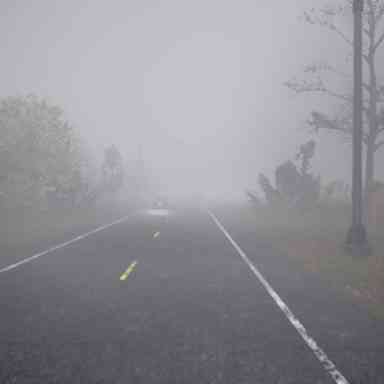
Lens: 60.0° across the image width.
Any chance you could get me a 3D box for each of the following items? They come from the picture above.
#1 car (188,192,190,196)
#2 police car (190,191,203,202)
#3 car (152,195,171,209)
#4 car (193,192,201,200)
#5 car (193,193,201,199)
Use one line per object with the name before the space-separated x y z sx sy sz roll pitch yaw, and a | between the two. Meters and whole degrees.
car | -0.002 0.513 94.502 1.882 1.535 5.008 0 1 0
police car | 1.048 0.915 61.157 1.930 1.638 5.238 0 1 0
car | -3.591 1.174 39.817 2.128 1.511 4.902 0 0 0
car | 1.048 0.850 71.237 1.801 1.575 5.366 0 1 0
car | 1.048 0.865 77.049 1.812 1.442 4.674 0 1 0
